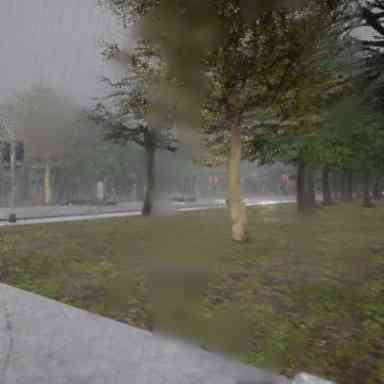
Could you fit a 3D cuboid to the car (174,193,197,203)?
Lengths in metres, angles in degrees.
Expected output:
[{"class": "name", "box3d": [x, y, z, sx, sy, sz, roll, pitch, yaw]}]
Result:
[{"class": "car", "box3d": [-0.860, 1.248, 62.277, 1.994, 1.385, 4.181, 1, 1, 35]}]

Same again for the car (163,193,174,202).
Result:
[{"class": "car", "box3d": [-3.524, 0.978, 64.135, 2.097, 1.767, 4.553, 1, 1, 35]}]

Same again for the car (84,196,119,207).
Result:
[{"class": "car", "box3d": [-12.263, 1.319, 46.341, 1.994, 1.385, 4.181, 1, 1, 35]}]

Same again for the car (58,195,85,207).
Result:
[{"class": "car", "box3d": [-16.197, 1.235, 46.414, 1.837, 1.490, 4.892, 1, 1, 35]}]
